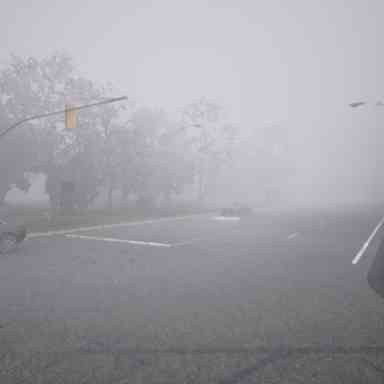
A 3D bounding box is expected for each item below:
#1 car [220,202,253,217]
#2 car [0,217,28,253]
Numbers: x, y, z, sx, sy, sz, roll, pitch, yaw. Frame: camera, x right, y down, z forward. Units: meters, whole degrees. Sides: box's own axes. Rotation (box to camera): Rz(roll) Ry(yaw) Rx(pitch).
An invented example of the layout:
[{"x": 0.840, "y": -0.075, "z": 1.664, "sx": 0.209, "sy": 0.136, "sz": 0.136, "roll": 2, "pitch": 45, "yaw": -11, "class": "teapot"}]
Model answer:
[{"x": 4.393, "y": 1.643, "z": 32.378, "sx": 1.994, "sy": 1.385, "sz": 4.181, "roll": 0, "pitch": 0, "yaw": 32, "class": "car"}, {"x": -8.499, "y": 1.567, "z": 11.904, "sx": 2.128, "sy": 1.511, "sz": 4.902, "roll": 0, "pitch": 0, "yaw": 32, "class": "car"}]
